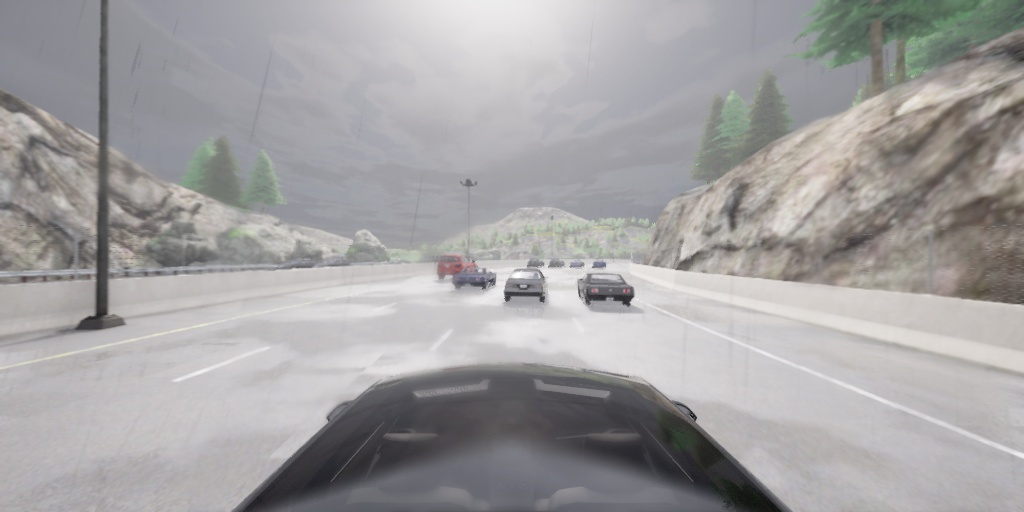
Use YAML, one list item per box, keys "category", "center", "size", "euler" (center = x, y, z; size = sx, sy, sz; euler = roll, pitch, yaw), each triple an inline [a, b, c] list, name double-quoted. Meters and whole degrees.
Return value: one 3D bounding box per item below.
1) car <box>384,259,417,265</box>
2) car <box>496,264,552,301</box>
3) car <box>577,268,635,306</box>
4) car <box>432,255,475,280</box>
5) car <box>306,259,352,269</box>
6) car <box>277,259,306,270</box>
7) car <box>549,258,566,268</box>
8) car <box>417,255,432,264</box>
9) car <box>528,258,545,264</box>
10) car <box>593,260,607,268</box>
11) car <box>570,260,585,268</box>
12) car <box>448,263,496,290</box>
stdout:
- category: "car"
  center: [-15.312, 1.109, 47.943]
  size: [2.128, 1.511, 4.902]
  euler: [0, 0, 14]
- category: "car"
  center: [0.751, 1.304, 17.358]
  size: [2.033, 1.411, 5.357]
  euler: [0, 0, 6]
- category: "car"
  center: [4.016, 1.385, 16.124]
  size: [1.895, 1.301, 4.718]
  euler: [0, 0, 5]
- category: "car"
  center: [-4.522, 0.933, 30.593]
  size: [2.150, 2.045, 5.566]
  euler: [0, 0, 11]
- category: "car"
  center: [-20.493, 1.065, 41.061]
  size: [2.128, 1.511, 4.902]
  euler: [0, 0, 12]
- category: "car"
  center: [-24.155, 1.034, 40.599]
  size: [2.128, 1.511, 4.902]
  euler: [0, 0, 12]
- category: "car"
  center: [8.050, 1.171, 63.311]
  size: [2.097, 1.767, 4.553]
  euler: [1, 0, 21]
- category: "car"
  center: [-11.305, 0.866, 49.493]
  size: [2.150, 2.045, 5.566]
  euler: [0, 0, 15]
- category: "car"
  center: [4.349, 1.139, 63.445]
  size: [2.097, 1.767, 4.553]
  euler: [1, 0, 21]
- category: "car"
  center: [15.295, 1.359, 62.314]
  size: [1.882, 1.535, 5.008]
  euler: [0, 0, 22]
- category: "car"
  center: [11.518, 1.396, 63.001]
  size: [2.033, 1.411, 5.357]
  euler: [0, 0, 22]
- category: "car"
  center: [-2.160, 1.332, 22.178]
  size: [1.895, 1.301, 4.718]
  euler: [0, 0, 7]
